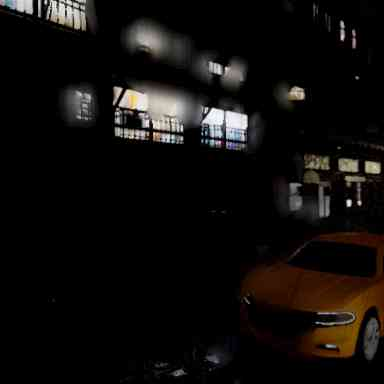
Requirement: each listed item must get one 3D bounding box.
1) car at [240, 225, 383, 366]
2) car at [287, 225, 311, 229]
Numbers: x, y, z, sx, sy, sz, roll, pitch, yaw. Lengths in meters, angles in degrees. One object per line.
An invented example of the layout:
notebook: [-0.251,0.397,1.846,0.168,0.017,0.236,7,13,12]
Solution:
car: [2.937,1.533,6.165,5.008,1.535,1.882,0,-1,-43]
car: [3.486,1.679,10.107,4.206,1.307,1.802,0,-2,-42]
